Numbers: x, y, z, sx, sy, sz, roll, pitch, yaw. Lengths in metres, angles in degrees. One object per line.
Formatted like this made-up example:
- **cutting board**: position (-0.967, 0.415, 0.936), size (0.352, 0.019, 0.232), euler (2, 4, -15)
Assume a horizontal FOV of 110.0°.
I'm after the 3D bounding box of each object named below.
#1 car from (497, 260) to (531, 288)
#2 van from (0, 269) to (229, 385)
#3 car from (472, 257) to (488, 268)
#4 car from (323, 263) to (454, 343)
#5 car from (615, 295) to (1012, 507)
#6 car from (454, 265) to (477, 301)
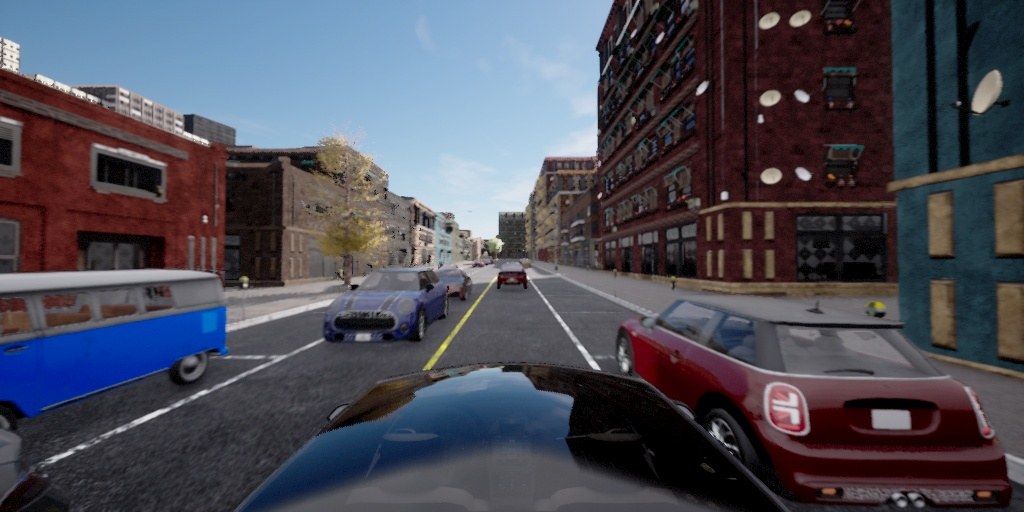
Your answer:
- **car**: position (0.029, 1.224, 23.571), size (1.882, 1.535, 5.008), euler (0, 0, 1)
- **van**: position (-5.690, 1.090, 4.438), size (1.690, 1.789, 3.998), euler (0, 0, 0)
- **car**: position (-5.690, 1.183, 61.304), size (1.967, 1.591, 4.097), euler (0, 0, 0)
- **car**: position (-3.094, 1.101, 9.722), size (2.097, 1.767, 4.553), euler (0, 0, 0)
- **car**: position (2.691, 1.189, 4.498), size (1.967, 1.591, 4.097), euler (0, 0, 0)
- **car**: position (-3.000, 1.312, 17.127), size (1.994, 1.385, 4.181), euler (0, 0, 0)
